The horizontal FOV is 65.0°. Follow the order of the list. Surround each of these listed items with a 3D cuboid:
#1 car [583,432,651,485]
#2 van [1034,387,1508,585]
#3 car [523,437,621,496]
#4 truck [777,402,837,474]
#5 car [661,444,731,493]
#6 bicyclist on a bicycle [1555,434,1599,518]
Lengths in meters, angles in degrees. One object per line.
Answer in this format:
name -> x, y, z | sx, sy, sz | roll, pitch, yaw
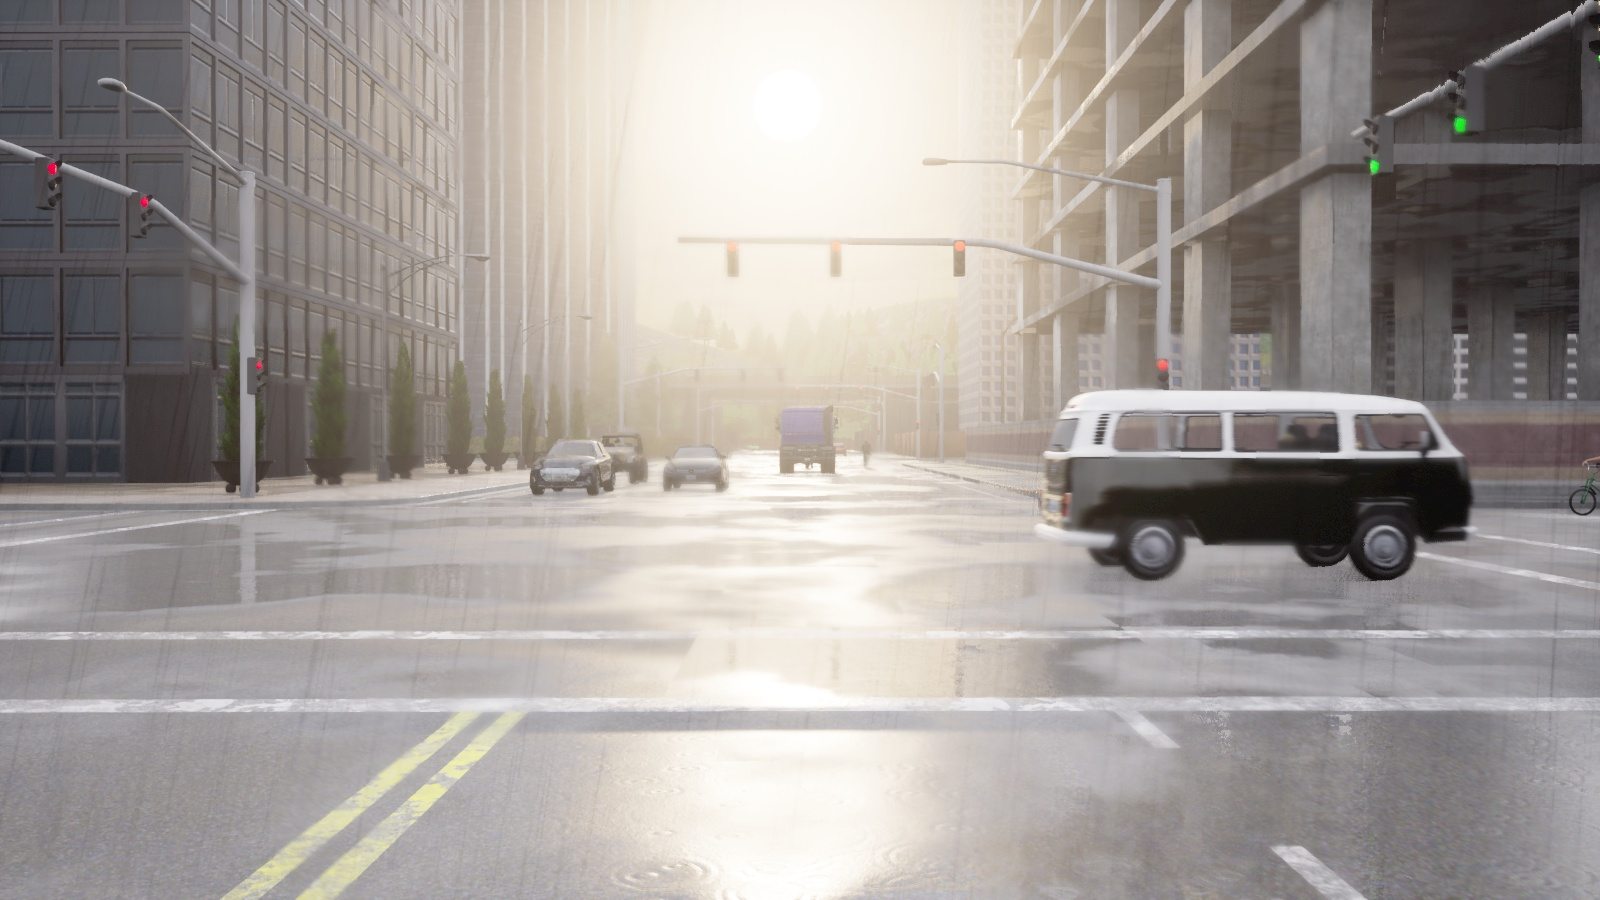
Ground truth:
car -> -6.726, 0.274, 46.513 | 1.905, 1.878, 3.866 | 0, 0, 0
van -> 5.042, 0.363, 13.949 | 4.480, 2.038, 2.069 | 0, 0, -1
car -> -6.774, 0.457, 37.851 | 2.033, 1.649, 4.856 | 0, 0, 0
truck -> 0.376, -0.599, 64.556 | 2.891, 3.462, 7.936 | 0, 0, 0
car -> -3.261, 0.543, 40.083 | 1.812, 1.442, 4.674 | 0, 0, 0
bicyclist on a bicycle -> 15.731, 0.502, 24.463 | 1.509, 1.612, 0.866 | 0, 0, 0
